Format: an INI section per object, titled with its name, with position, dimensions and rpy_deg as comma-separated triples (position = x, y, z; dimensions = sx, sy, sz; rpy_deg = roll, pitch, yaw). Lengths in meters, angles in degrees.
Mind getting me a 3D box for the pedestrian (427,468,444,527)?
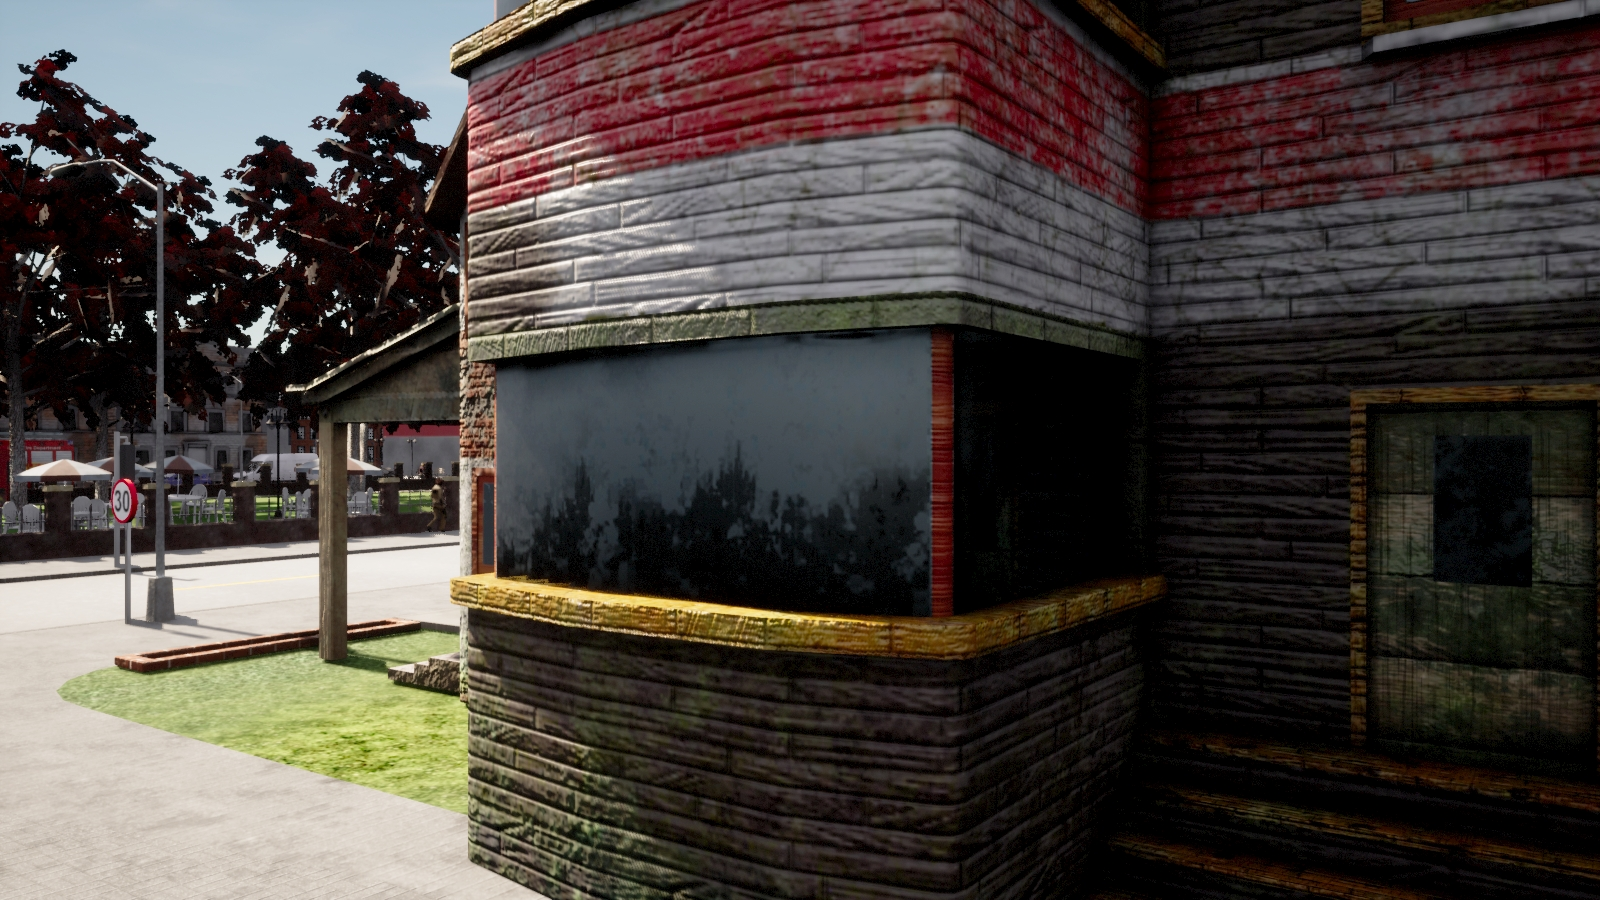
[pedestrian]
position = -11.760, 1.525, 36.893
dimensions = 0.375, 1.860, 0.375
rpy_deg = 0, 0, 35
